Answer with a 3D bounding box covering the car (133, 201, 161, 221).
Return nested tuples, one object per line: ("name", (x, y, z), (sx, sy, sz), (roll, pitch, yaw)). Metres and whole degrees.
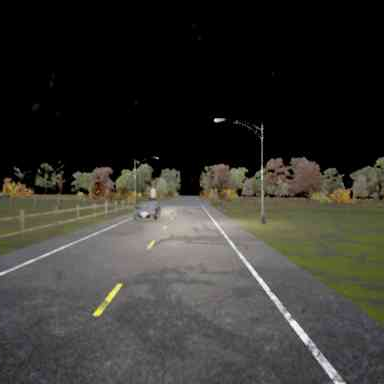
("car", (-3.619, 1.539, 27.588), (2.128, 1.511, 4.902), (0, 0, 0))
